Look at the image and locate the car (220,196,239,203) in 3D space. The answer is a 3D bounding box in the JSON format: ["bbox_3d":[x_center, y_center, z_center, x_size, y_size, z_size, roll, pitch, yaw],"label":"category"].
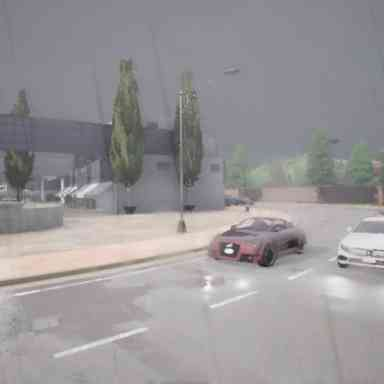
[{"bbox_3d":[8.731,1.702,77.391,1.882,1.535,5.008,0,0,-28],"label":"car"}]

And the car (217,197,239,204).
[{"bbox_3d":[7.666,1.752,71.874,2.033,1.411,5.357,0,0,-28],"label":"car"}]

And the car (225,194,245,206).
[{"bbox_3d":[6.376,1.455,59.225,2.150,2.045,5.566,0,0,-28],"label":"car"}]

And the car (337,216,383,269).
[{"bbox_3d":[6.117,1.519,10.589,1.812,1.442,4.674,-1,0,39],"label":"car"}]

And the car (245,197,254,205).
[{"bbox_3d":[9.469,1.696,60.867,1.812,1.442,4.674,0,0,-28],"label":"car"}]

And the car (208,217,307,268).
[{"bbox_3d":[2.396,1.591,11.573,1.994,1.385,4.181,-1,0,40],"label":"car"}]
